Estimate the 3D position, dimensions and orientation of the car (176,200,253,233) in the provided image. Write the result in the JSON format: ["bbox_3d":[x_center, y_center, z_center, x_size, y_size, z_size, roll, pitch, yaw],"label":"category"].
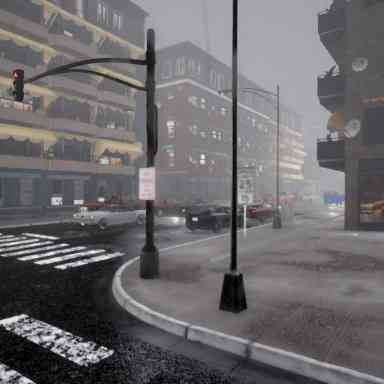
[{"bbox_3d":[1.349,1.348,18.003,1.947,1.339,4.313,2,2,35],"label":"car"}]

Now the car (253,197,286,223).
[{"bbox_3d":[4.553,1.283,22.560,1.802,1.307,4.206,2,2,35],"label":"car"}]

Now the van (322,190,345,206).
[{"bbox_3d":[17.375,0.721,40.780,1.690,1.788,3.998,2,2,35],"label":"van"}]

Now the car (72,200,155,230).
[{"bbox_3d":[-4.609,1.368,19.607,1.895,1.301,4.718,1,1,35],"label":"car"}]

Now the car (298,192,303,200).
[{"bbox_3d":[16.950,0.719,54.750,1.947,1.339,4.313,2,2,35],"label":"car"}]

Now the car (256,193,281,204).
[{"bbox_3d":[10.541,0.880,45.638,1.947,1.339,4.313,2,2,35],"label":"car"}]

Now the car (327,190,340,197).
[{"bbox_3d":[32.973,0.335,77.532,1.802,1.307,4.206,2,2,35],"label":"car"}]

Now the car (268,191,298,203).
[{"bbox_3d":[11.440,0.717,42.371,2.097,1.767,4.553,1,1,36],"label":"car"}]

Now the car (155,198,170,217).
[{"bbox_3d":[-2.278,1.180,27.412,1.887,1.381,4.507,2,2,35],"label":"car"}]

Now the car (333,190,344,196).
[{"bbox_3d":[36.178,0.255,82.089,1.802,1.307,4.206,2,2,35],"label":"car"}]

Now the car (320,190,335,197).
[{"bbox_3d":[29.769,0.378,72.976,1.887,1.381,4.507,2,2,35],"label":"car"}]

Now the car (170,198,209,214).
[{"bbox_3d":[0.484,1.203,26.873,1.994,1.385,4.181,1,1,34],"label":"car"}]

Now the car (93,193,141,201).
[{"bbox_3d":[-5.480,1.031,22.850,2.192,1.841,5.009,2,2,35],"label":"car"}]

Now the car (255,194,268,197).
[{"bbox_3d":[5.736,1.012,34.309,1.837,1.490,4.892,1,1,35],"label":"car"}]

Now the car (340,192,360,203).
[{"bbox_3d":[23.782,0.763,49.897,1.887,1.381,4.507,2,2,35],"label":"car"}]
